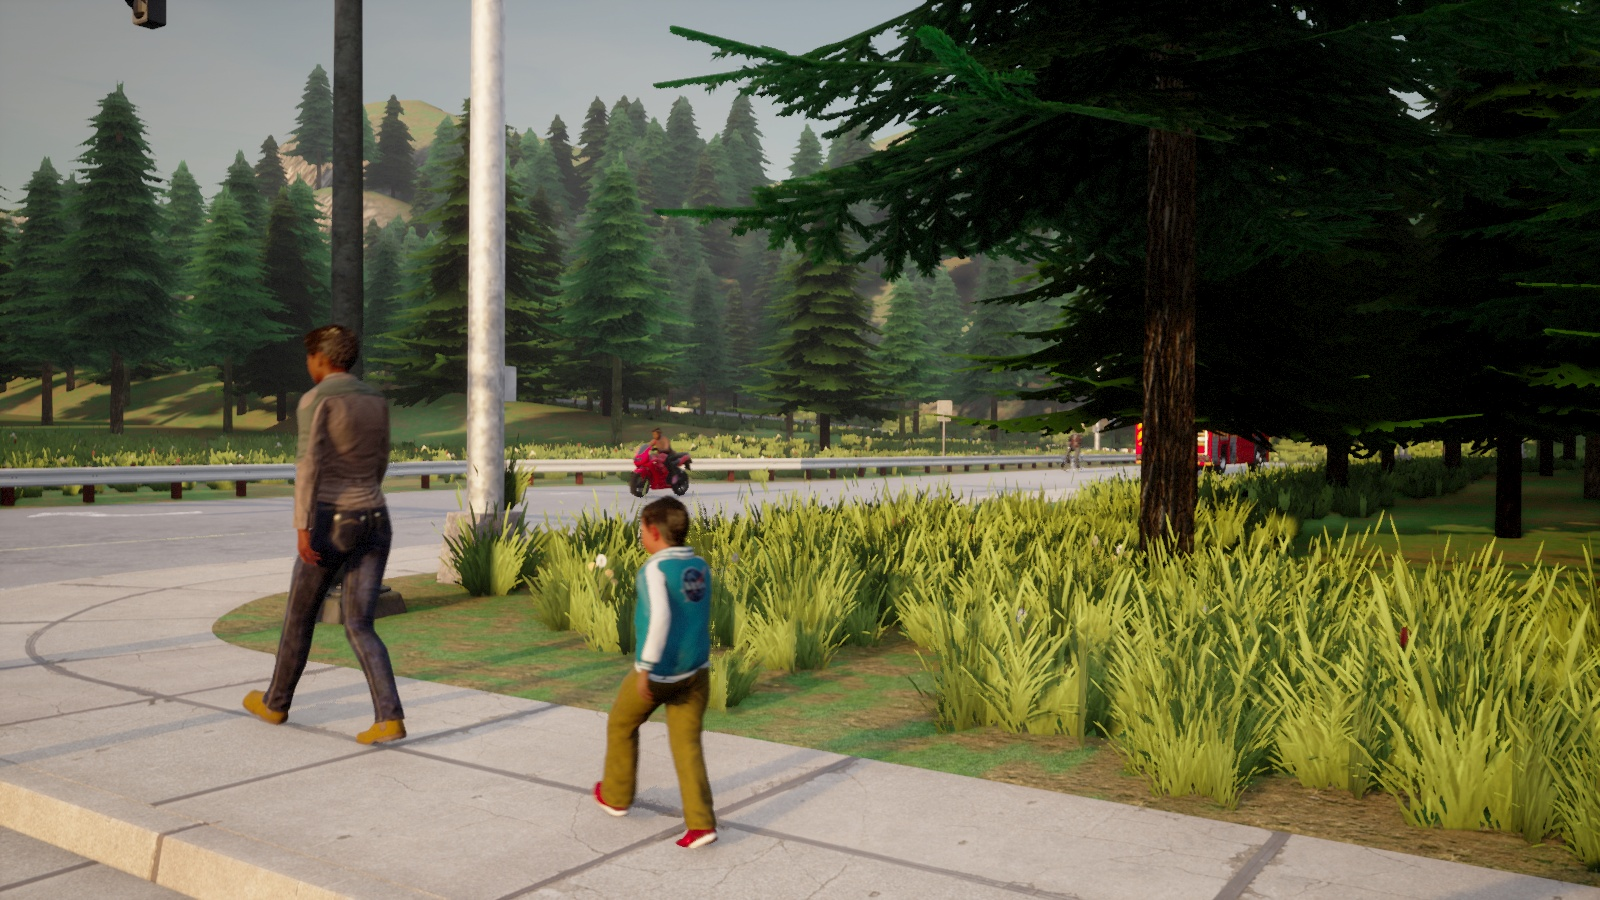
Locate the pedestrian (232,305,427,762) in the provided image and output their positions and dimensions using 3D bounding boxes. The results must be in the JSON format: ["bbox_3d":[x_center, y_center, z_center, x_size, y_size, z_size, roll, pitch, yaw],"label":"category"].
[{"bbox_3d":[-2.011,0.329,5.341,0.869,1.805,0.328,0,1,36],"label":"pedestrian"}]

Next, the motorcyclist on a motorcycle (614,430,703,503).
[{"bbox_3d":[-3.056,0.332,27.278,0.797,1.523,2.044,0,1,33],"label":"motorcyclist on a motorcycle"}]

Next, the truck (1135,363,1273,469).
[{"bbox_3d":[16.175,-1.295,49.850,2.891,3.827,8.468,0,1,35],"label":"truck"}]

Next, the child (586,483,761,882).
[{"bbox_3d":[-0.414,0.713,4.085,0.448,1.192,0.343,0,1,43],"label":"child"}]
